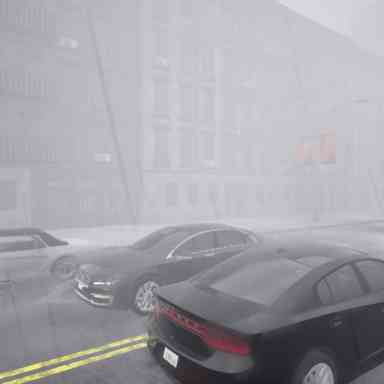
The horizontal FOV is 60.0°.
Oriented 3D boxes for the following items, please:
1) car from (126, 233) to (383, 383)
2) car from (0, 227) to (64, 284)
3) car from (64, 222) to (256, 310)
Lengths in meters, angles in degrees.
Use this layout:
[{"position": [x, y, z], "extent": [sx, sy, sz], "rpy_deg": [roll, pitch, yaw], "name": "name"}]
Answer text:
[{"position": [1.815, 1.477, 4.720], "extent": [5.008, 1.535, 1.882], "rpy_deg": [0, 0, -35], "name": "car"}, {"position": [-4.773, 1.601, 8.264], "extent": [4.718, 1.301, 1.895], "rpy_deg": [0, 0, -35], "name": "car"}, {"position": [-0.092, 1.504, 7.594], "extent": [4.892, 1.490, 1.837], "rpy_deg": [0, 0, -35], "name": "car"}]
